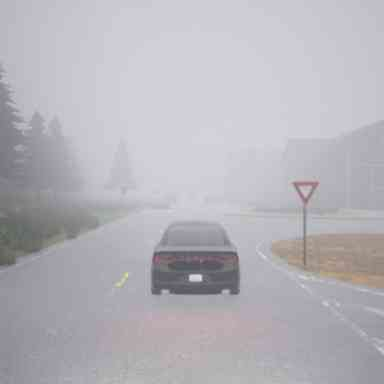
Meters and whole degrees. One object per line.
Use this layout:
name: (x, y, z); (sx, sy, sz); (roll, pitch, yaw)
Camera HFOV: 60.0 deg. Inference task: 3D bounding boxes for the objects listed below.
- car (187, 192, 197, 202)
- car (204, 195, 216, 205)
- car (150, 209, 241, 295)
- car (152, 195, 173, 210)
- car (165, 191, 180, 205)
car: (-0.037, 1.321, 67.316); (2.033, 1.411, 5.357); (0, 0, 0)
car: (2.941, 1.267, 55.766); (1.816, 1.474, 4.193); (-6, 1, -2)
car: (0.076, 1.448, 8.693); (1.882, 1.535, 5.008); (0, 0, 0)
car: (-3.615, 1.391, 40.161); (1.812, 1.442, 4.674); (0, 0, 0)
car: (-3.598, 1.038, 55.417); (2.150, 2.045, 5.566); (0, 0, 0)
